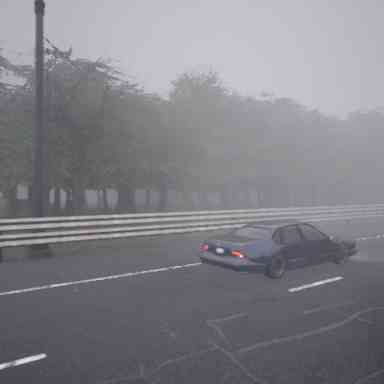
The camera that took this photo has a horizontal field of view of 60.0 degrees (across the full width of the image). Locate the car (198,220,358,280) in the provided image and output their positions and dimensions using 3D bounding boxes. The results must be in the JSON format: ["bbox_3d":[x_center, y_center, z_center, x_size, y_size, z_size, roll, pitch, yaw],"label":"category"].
[{"bbox_3d":[2.759,1.562,10.000,5.357,1.411,2.033,0,0,-35],"label":"car"}]
